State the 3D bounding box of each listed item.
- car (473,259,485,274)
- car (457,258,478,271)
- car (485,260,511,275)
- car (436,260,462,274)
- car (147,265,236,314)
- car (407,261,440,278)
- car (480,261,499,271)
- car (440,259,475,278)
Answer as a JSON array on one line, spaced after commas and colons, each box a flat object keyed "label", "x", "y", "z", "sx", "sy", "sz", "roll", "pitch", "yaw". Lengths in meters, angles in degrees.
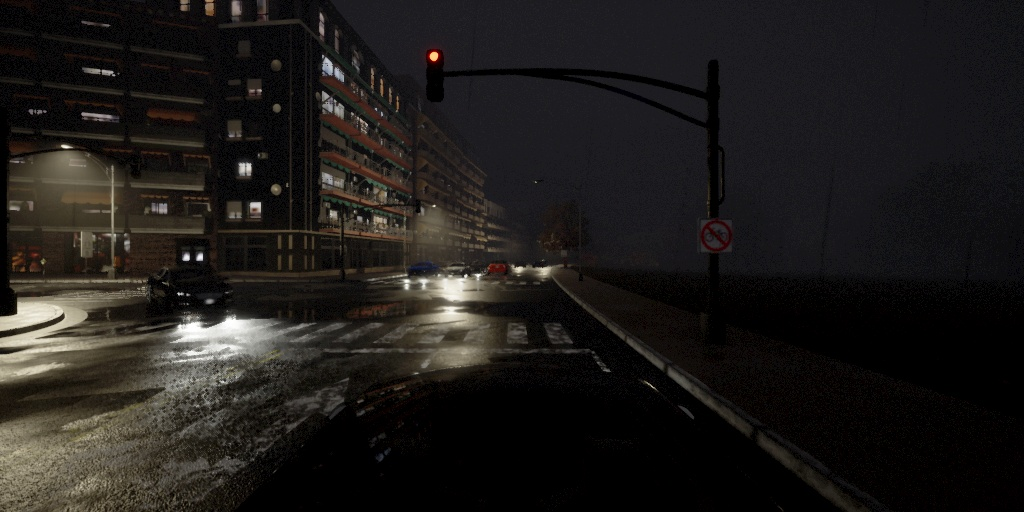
[{"label": "car", "x": -4.457, "y": 1.349, "z": 43.957, "sx": 1.837, "sy": 1.490, "sz": 4.892, "roll": 0, "pitch": 0, "yaw": 6}, {"label": "car", "x": -6.605, "y": 1.235, "z": 53.984, "sx": 2.097, "sy": 1.767, "sz": 4.553, "roll": 0, "pitch": 0, "yaw": 7}, {"label": "car", "x": -1.358, "y": 1.182, "z": 40.196, "sx": 2.097, "sy": 1.767, "sz": 4.553, "roll": 0, "pitch": 0, "yaw": 5}, {"label": "car", "x": -7.688, "y": 1.323, "z": 44.310, "sx": 1.882, "sy": 1.535, "sz": 5.008, "roll": 0, "pitch": 0, "yaw": 6}, {"label": "car", "x": -12.500, "y": 1.164, "z": 13.936, "sx": 4.902, "sy": 1.511, "sz": 2.128, "roll": 5, "pitch": 2, "yaw": 36}, {"label": "car", "x": -8.531, "y": 1.286, "z": 34.777, "sx": 1.882, "sy": 1.535, "sz": 5.008, "roll": 0, "pitch": 0, "yaw": 4}, {"label": "car", "x": -3.343, "y": 1.448, "z": 53.878, "sx": 1.994, "sy": 1.385, "sz": 4.181, "roll": 0, "pitch": 0, "yaw": 8}, {"label": "car", "x": -5.246, "y": 1.336, "z": 35.103, "sx": 1.812, "sy": 1.442, "sz": 4.674, "roll": 0, "pitch": 0, "yaw": 5}]
